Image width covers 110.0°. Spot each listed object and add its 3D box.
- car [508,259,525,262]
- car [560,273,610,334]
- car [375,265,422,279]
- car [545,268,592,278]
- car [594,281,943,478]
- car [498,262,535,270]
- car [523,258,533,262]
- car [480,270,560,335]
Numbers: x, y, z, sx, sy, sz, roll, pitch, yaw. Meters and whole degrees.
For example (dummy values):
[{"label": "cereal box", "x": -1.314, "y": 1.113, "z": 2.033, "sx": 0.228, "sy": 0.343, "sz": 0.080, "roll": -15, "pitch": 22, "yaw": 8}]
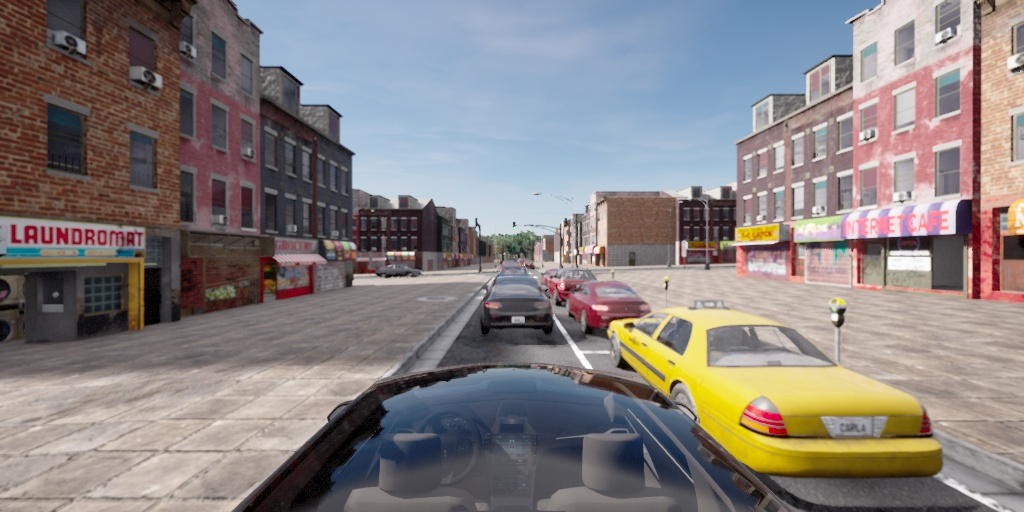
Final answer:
[{"label": "car", "x": -0.271, "y": 1.325, "z": 34.415, "sx": 1.882, "sy": 1.535, "sz": 5.008, "roll": 0, "pitch": 0, "yaw": -6}, {"label": "car", "x": 2.642, "y": 1.349, "z": 10.368, "sx": 1.802, "sy": 1.307, "sz": 4.207, "roll": 0, "pitch": 0, "yaw": 0}, {"label": "car", "x": -12.245, "y": 1.688, "z": 38.823, "sx": 4.902, "sy": 1.511, "sz": 2.128, "roll": -2, "pitch": 0, "yaw": 0}, {"label": "car", "x": 2.645, "y": 1.220, "z": 15.834, "sx": 1.967, "sy": 1.591, "sz": 4.097, "roll": 0, "pitch": 0, "yaw": 0}, {"label": "car", "x": 2.638, "y": 1.281, "z": 5.071, "sx": 1.751, "sy": 1.417, "sz": 4.829, "roll": 0, "pitch": 0, "yaw": 0}, {"label": "car", "x": 0.102, "y": 1.281, "z": 19.343, "sx": 2.128, "sy": 1.511, "sz": 4.902, "roll": 0, "pitch": 0, "yaw": 0}, {"label": "car", "x": 2.672, "y": 1.414, "z": 58.641, "sx": 1.967, "sy": 1.591, "sz": 4.097, "roll": 0, "pitch": 0, "yaw": 0}, {"label": "car", "x": 0.086, "y": 1.293, "z": 10.477, "sx": 1.812, "sy": 1.442, "sz": 4.674, "roll": 0, "pitch": 0, "yaw": -1}]
